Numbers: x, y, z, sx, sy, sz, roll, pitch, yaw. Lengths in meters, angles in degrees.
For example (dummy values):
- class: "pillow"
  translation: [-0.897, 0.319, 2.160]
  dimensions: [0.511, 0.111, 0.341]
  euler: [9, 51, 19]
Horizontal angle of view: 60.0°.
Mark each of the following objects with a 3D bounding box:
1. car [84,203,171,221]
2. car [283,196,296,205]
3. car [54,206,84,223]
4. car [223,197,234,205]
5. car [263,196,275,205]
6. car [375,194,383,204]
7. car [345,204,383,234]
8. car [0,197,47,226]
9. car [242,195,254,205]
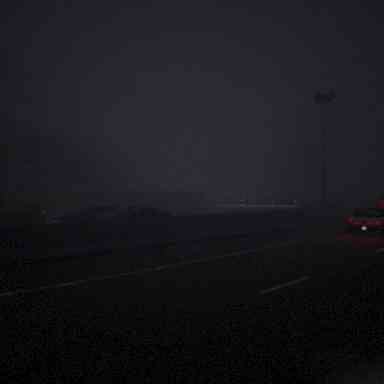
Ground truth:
- class: "car"
  translation: [-3.459, 1.514, 19.784]
  dimensions: [4.902, 1.511, 2.128]
  euler: [0, 0, -44]
- class: "car"
  translation: [16.608, 1.485, 56.558]
  dimensions: [1.837, 1.490, 4.892]
  euler: [0, 0, 12]
- class: "car"
  translation: [-6.448, 1.538, 21.751]
  dimensions: [4.892, 1.490, 1.837]
  euler: [0, 0, -44]
- class: "car"
  translation: [6.611, 1.562, 59.791]
  dimensions: [2.033, 1.411, 5.357]
  euler: [0, 0, 11]
- class: "car"
  translation: [13.322, 1.500, 57.883]
  dimensions: [1.837, 1.490, 4.892]
  euler: [0, 0, 11]
- class: "car"
  translation: [19.828, 1.179, 33.433]
  dimensions: [2.150, 2.045, 5.566]
  euler: [0, 0, 27]
- class: "car"
  translation: [10.382, 1.581, 18.995]
  dimensions: [1.895, 1.301, 4.718]
  euler: [0, 0, 40]
- class: "car"
  translation: [-12.014, 1.402, 21.546]
  dimensions: [4.553, 1.767, 2.097]
  euler: [0, 0, -40]
- class: "car"
  translation: [9.953, 1.356, 59.013]
  dimensions: [2.097, 1.767, 4.553]
  euler: [0, 0, 10]
